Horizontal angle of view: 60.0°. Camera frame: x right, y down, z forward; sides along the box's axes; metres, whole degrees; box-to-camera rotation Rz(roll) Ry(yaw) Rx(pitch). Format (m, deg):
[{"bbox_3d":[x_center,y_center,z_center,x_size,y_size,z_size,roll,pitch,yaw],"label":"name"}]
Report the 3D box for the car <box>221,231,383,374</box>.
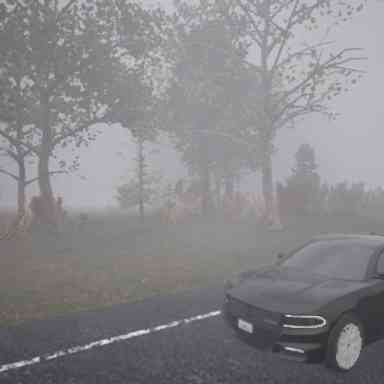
[{"bbox_3d":[2.754,1.506,5.820,5.008,1.535,1.882,0,0,-35],"label":"car"}]
